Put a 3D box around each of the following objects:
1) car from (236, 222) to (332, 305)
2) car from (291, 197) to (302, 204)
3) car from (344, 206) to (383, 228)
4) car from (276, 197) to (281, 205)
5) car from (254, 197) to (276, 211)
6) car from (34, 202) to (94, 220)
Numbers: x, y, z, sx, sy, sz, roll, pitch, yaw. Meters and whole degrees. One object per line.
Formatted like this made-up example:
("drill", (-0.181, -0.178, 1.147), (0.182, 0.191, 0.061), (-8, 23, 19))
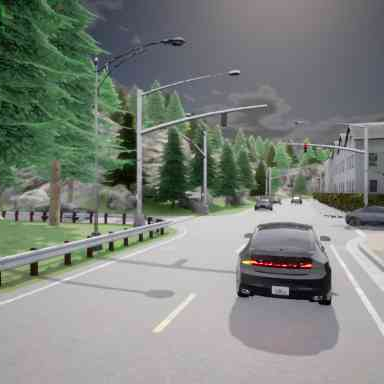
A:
("car", (2.299, 1.505, 8.222), (1.837, 1.490, 4.892), (0, 0, 18))
("car", (19.598, 1.564, 62.351), (1.994, 1.385, 4.181), (0, 0, 18))
("car", (11.847, 1.578, 20.884), (4.181, 1.385, 1.994), (0, 0, 27))
("car", (14.930, 1.565, 59.697), (1.994, 1.385, 4.181), (0, 0, 18))
("car", (8.915, 1.564, 41.089), (1.994, 1.385, 4.181), (0, 0, 18))
("car", (-10.619, 1.563, 27.707), (5.357, 1.411, 2.033), (0, 0, 19))
